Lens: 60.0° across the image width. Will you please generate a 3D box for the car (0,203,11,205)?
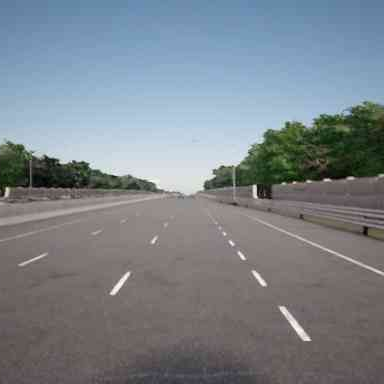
[{"bbox_3d":[-17.517,1.645,30.097,1.895,1.301,4.718,0,0,0],"label":"car"}]
